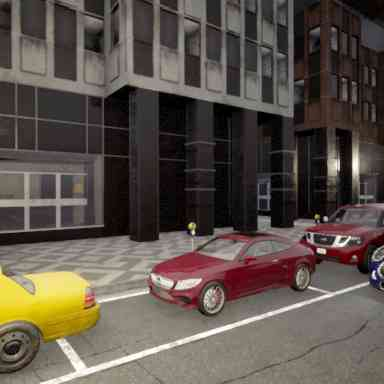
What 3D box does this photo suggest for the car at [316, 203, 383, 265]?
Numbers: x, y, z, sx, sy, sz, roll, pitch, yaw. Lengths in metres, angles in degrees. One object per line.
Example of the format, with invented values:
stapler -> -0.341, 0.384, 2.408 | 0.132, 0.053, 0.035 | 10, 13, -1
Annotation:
car -> 5.626, 1.314, 10.653 | 5.009, 1.841, 2.192 | 0, 0, -35

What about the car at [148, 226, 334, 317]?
car -> 1.062, 1.581, 7.403 | 4.206, 1.307, 1.802 | 0, 0, -35

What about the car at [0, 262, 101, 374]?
car -> -3.640, 1.525, 4.057 | 4.829, 1.417, 1.752 | 0, 0, -35

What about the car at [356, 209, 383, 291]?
car -> 6.106, 1.351, 7.723 | 4.553, 1.767, 2.097 | 0, 0, -35
